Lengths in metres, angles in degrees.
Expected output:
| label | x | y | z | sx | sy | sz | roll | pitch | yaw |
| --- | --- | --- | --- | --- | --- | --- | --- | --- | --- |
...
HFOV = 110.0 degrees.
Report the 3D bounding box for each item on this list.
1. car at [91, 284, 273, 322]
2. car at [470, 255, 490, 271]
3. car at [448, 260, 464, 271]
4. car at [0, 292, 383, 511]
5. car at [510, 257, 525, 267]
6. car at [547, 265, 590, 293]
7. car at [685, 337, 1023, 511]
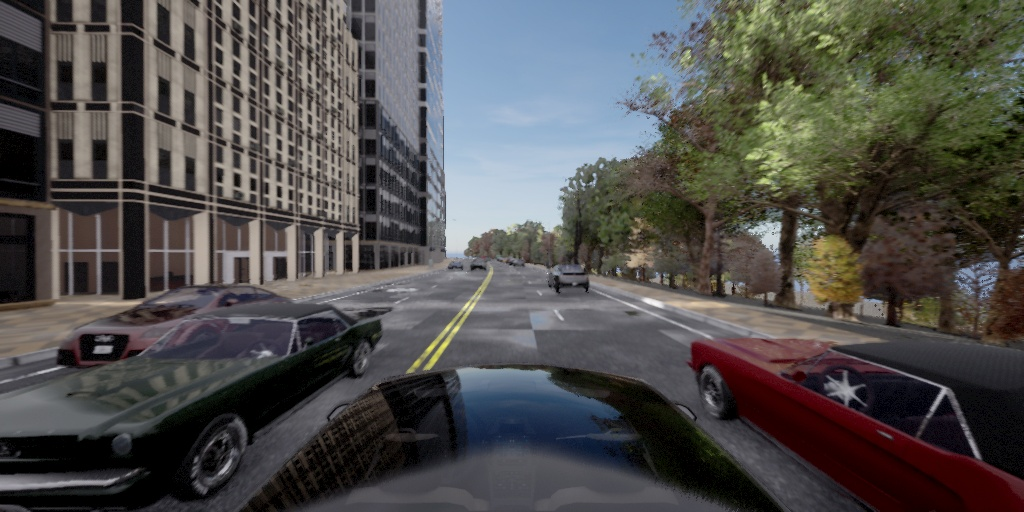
| label | x | y | z | sx | sy | sz | roll | pitch | yaw |
| --- | --- | --- | --- | --- | --- | --- | --- | --- | --- |
| car | -6.627 | 1.324 | 7.795 | 1.994 | 1.385 | 4.181 | 0 | 0 | 0 |
| car | -4.421 | 1.098 | 47.795 | 2.097 | 1.767 | 4.553 | 0 | 0 | -2 |
| car | -7.784 | 1.313 | 50.098 | 1.994 | 1.385 | 4.181 | 0 | 0 | -2 |
| car | -3.359 | 1.356 | 4.560 | 1.895 | 1.301 | 4.718 | 0 | 0 | 0 |
| car | 1.249 | 1.217 | 63.837 | 2.128 | 1.511 | 4.902 | 0 | 0 | -4 |
| car | 3.156 | 1.235 | 20.704 | 2.128 | 1.511 | 4.902 | 0 | 0 | -1 |
| car | 3.344 | 1.346 | 2.873 | 1.895 | 1.301 | 4.718 | 0 | 0 | 0 |
